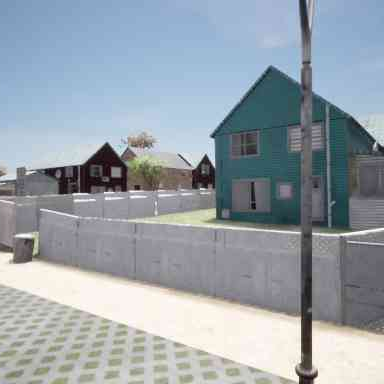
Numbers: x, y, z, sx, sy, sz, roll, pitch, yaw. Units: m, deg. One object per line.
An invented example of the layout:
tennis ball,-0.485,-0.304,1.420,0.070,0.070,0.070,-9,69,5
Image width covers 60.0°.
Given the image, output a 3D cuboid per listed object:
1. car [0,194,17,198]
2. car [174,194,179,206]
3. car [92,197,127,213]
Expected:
car,-12.737,1.067,21.437,2.097,1.767,4.553,-1,1,37
car,-1.858,0.561,36.720,2.097,1.767,4.553,-1,1,36
car,-7.398,0.972,28.876,1.837,1.490,4.892,-1,1,35
